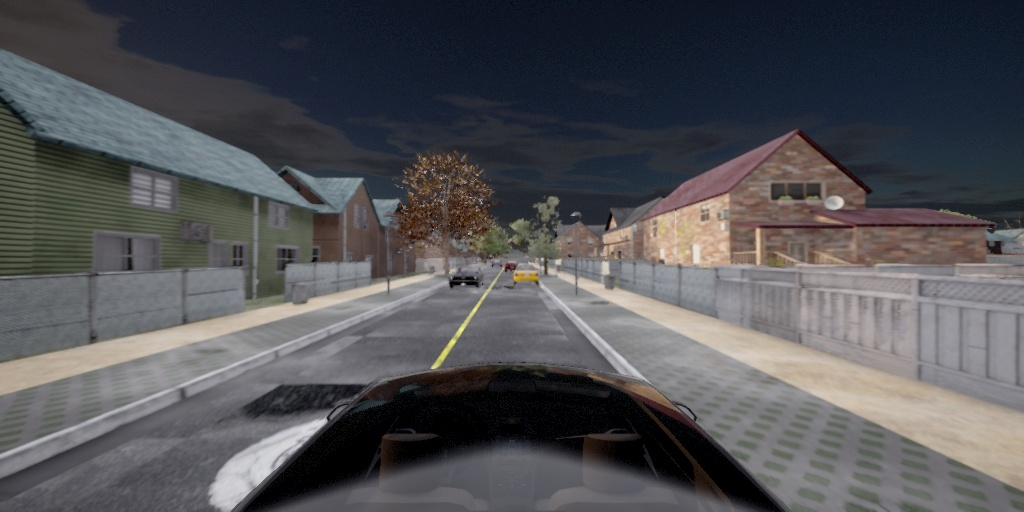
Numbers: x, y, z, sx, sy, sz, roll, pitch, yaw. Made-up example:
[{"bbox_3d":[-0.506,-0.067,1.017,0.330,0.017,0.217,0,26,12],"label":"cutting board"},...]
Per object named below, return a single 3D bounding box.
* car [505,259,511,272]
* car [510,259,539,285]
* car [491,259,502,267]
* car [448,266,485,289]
[{"bbox_3d":[0.024,1.237,46.328,1.882,1.535,5.008,0,0,0],"label":"car"},{"bbox_3d":[0.965,1.207,25.893,1.801,1.575,5.366,0,0,0],"label":"car"},{"bbox_3d":[-2.760,1.296,65.079,1.812,1.442,4.674,0,0,1],"label":"car"},{"bbox_3d":[-2.846,1.351,23.137,1.895,1.301,4.718,0,0,0],"label":"car"}]
